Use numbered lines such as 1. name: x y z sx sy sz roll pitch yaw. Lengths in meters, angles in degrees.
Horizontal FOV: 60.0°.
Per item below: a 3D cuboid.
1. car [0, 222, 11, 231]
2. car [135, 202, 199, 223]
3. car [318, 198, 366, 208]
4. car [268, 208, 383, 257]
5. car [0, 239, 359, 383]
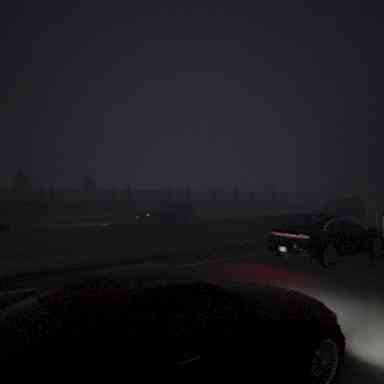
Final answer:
1. car: -8.607 1.477 10.744 5.008 1.535 1.882 0 0 -35
2. car: -1.761 1.524 24.201 4.892 1.490 1.837 0 0 -35
3. car: 14.027 1.559 31.074 5.566 2.045 2.150 4 -2 -35
4. car: 4.702 1.507 11.399 4.902 1.511 2.128 0 0 -35
5. car: -0.294 1.528 3.536 4.674 1.442 1.812 0 0 -36
